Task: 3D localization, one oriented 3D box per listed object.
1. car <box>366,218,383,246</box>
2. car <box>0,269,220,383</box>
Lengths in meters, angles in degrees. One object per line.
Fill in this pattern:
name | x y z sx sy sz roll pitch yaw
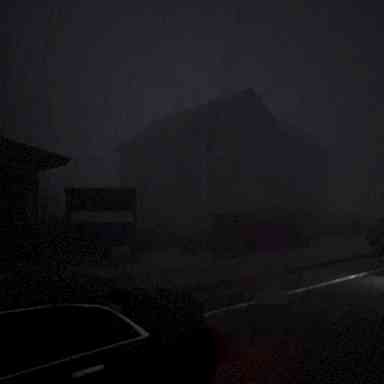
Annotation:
car | 9.062 1.609 13.964 4.193 1.474 1.816 1 5 -38
car | -2.003 1.503 2.564 4.892 1.490 1.837 1 -1 -35
